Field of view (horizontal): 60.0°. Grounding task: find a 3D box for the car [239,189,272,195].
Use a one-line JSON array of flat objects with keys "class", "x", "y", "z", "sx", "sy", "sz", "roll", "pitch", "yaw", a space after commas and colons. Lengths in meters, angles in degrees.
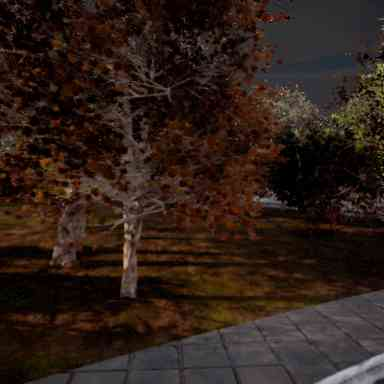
[{"class": "car", "x": 8.239, "y": -0.130, "z": 40.878, "sx": 2.163, "sy": 1.488, "sz": 4.792, "roll": 5, "pitch": 3, "yaw": 37}]
